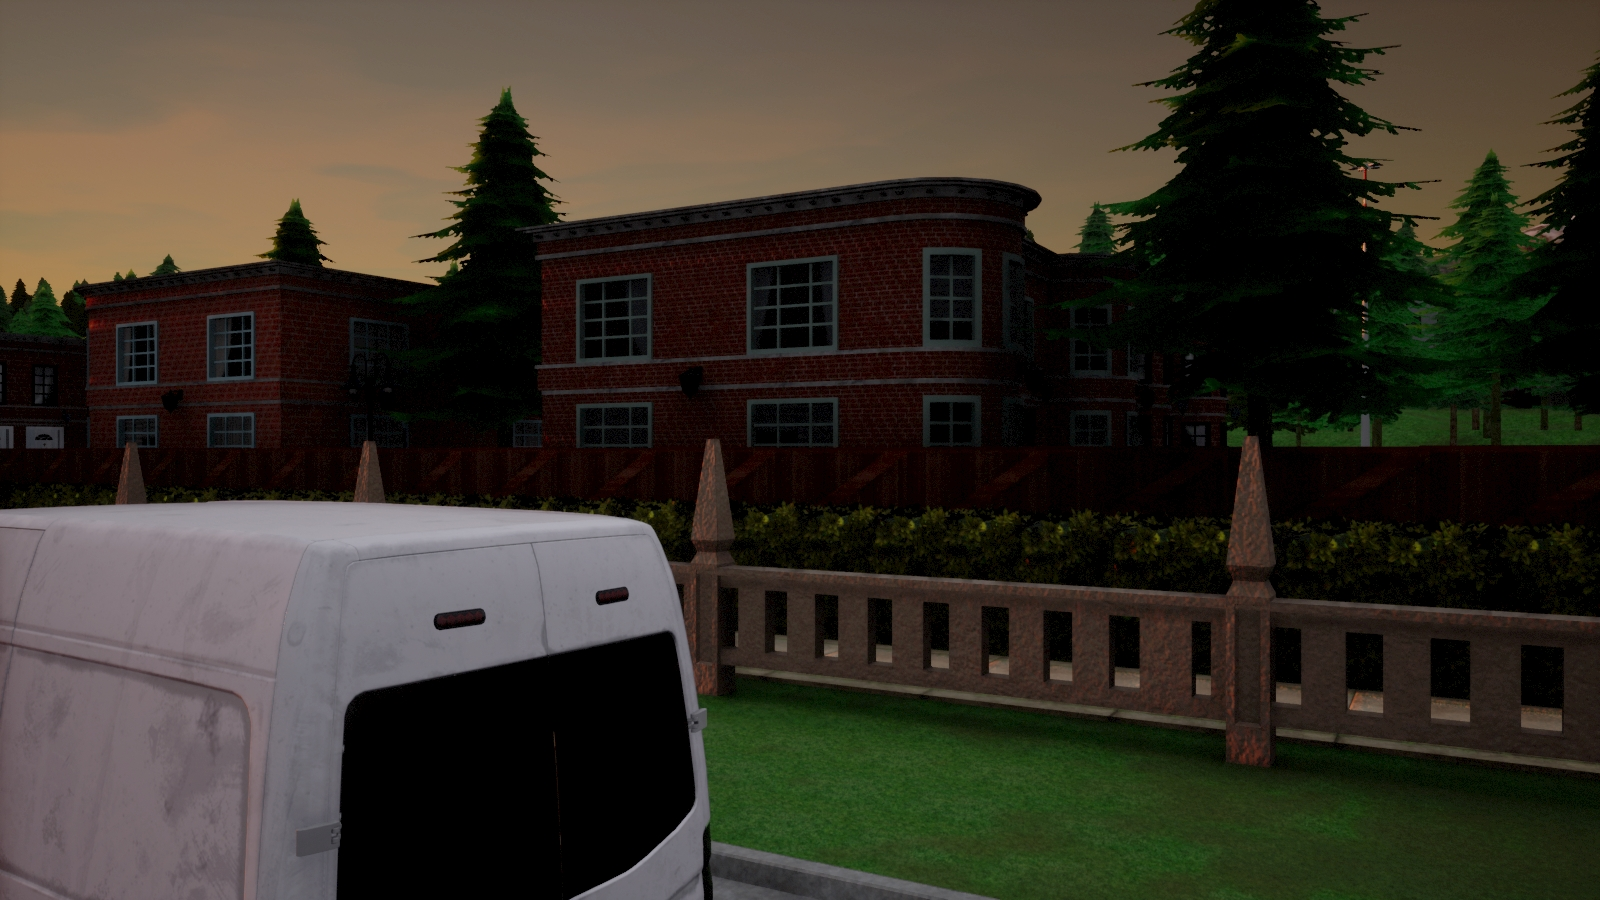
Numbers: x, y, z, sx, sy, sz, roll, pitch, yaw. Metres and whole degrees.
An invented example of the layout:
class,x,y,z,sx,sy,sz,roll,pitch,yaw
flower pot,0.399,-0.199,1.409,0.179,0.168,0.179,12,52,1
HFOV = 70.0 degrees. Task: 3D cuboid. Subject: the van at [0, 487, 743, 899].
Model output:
class,x,y,z,sx,sy,sz,roll,pitch,yaw
van,-3.240,1.534,5.467,5.915,2.561,1.988,0,0,34
